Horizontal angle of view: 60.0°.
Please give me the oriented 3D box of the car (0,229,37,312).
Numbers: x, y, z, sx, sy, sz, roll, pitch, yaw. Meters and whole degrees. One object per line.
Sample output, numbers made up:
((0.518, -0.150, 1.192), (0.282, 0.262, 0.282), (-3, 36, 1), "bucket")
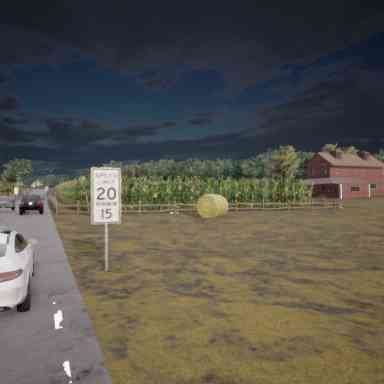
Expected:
((-4.441, 1.534, 7.158), (1.812, 1.442, 4.674), (0, 0, -24), "car")

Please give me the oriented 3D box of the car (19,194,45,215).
((-16.930, 1.265, 35.230), (2.150, 2.045, 5.566), (0, 0, -23), "car")

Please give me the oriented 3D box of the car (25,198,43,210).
((-21.175, 1.594, 44.625), (2.033, 1.411, 5.357), (0, 0, -24), "car")
